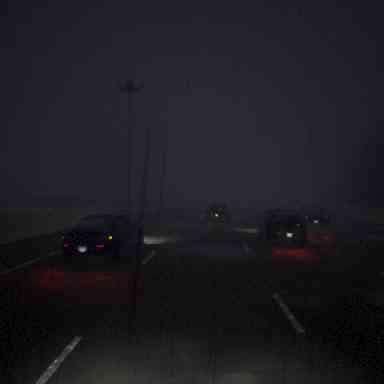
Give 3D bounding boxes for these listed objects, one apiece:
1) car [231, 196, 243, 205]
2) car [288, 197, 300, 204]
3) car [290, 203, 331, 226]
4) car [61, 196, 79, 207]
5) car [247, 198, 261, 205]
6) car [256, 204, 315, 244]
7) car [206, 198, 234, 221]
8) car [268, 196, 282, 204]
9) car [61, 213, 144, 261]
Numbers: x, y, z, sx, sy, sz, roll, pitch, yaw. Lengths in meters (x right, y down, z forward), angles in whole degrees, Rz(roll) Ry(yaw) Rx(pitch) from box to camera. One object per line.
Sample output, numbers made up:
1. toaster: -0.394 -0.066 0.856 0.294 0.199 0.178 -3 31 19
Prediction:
1. car: 8.593 1.620 64.226 1.837 1.490 4.892 0 0 22
2. car: 19.278 1.738 62.668 1.882 1.535 5.008 0 0 23
3. car: 8.624 1.718 24.342 1.895 1.301 4.718 1 0 9
4. car: -16.277 1.195 43.043 1.837 1.490 4.892 1 0 13
5. car: 11.977 1.762 63.835 1.895 1.301 4.718 1 0 22
6. car: 4.339 1.564 16.417 1.837 1.490 4.892 0 0 6
7. car: 2.287 1.536 27.895 1.837 1.490 4.892 0 0 9
8. car: 15.740 1.564 63.152 2.097 1.767 4.553 1 0 22
9. car: -3.041 1.484 12.022 1.812 1.442 4.674 1 0 4
